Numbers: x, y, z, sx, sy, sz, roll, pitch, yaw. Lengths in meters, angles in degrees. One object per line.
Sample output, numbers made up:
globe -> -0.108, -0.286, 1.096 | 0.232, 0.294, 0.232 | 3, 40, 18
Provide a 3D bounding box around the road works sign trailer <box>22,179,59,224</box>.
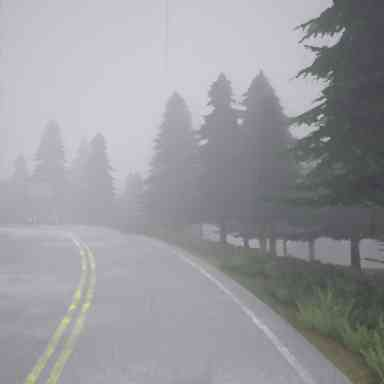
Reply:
road works sign trailer -> -12.799, 0.812, 27.431 | 2.880, 3.560, 2.380 | -2, -5, 29
